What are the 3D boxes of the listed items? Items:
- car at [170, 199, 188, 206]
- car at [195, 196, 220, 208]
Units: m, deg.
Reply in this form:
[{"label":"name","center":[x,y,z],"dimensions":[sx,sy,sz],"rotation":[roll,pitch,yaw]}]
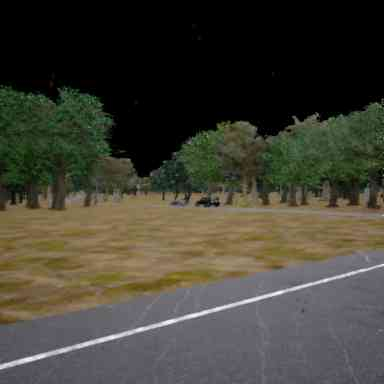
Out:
[{"label":"car","center":[-2.731,2.173,69.498],"dimensions":[2.128,1.511,4.902],"rotation":[2,-2,-34]},{"label":"car","center":[2.884,1.829,61.355],"dimensions":[2.150,2.045,5.566],"rotation":[2,-2,-34]}]
